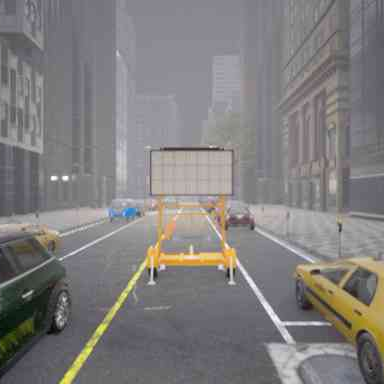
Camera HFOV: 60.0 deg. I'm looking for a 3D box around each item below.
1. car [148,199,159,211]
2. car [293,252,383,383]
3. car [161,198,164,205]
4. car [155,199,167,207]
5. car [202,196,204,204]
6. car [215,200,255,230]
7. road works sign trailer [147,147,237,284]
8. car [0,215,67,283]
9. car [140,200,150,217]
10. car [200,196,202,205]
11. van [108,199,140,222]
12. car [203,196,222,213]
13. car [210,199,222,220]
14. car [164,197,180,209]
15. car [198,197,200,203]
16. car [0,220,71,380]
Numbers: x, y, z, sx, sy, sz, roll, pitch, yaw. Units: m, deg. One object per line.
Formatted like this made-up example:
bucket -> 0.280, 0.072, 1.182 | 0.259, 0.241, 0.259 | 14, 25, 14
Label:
car -> -5.701, 1.710, 44.305 | 1.967, 1.590, 4.097 | 0, 0, 0
car -> 2.862, 1.551, 5.025 | 1.752, 1.417, 4.829 | 0, 0, 1
car -> -5.705, 1.857, 49.943 | 1.887, 1.381, 4.507 | 0, 0, 0
car -> -5.713, 1.979, 61.221 | 1.802, 1.307, 4.206 | 0, 0, 0
car -> 2.825, 1.584, 44.298 | 2.192, 1.841, 5.009 | 0, 0, 0
car -> 2.842, 1.555, 21.741 | 1.967, 1.590, 4.097 | 0, 0, 0
road works sign trailer -> -0.008, 0.514, 9.685 | 2.380, 3.560, 2.880 | 0, 0, 0
car -> -5.675, 1.579, 10.264 | 1.752, 1.417, 4.829 | 0, 0, 1
car -> -5.692, 1.753, 33.026 | 1.947, 1.339, 4.313 | 0, 0, 0
car -> 2.816, 1.794, 55.577 | 1.967, 1.590, 4.097 | 0, 0, 0
van -> -5.687, 1.491, 27.389 | 1.690, 1.788, 3.998 | 0, 0, 0
car -> 2.829, 1.542, 38.660 | 2.192, 1.841, 5.009 | 0, 0, 0
car -> 2.838, 1.590, 27.379 | 1.967, 1.590, 4.097 | 0, 0, 0
car -> -3.049, 1.855, 52.214 | 1.812, 1.442, 4.674 | 0, -1, 0
car -> 2.803, 2.068, 72.494 | 1.802, 1.307, 4.206 | 0, -1, 0
car -> -3.104, 1.372, 3.740 | 2.097, 1.767, 4.553 | 0, 0, 0
